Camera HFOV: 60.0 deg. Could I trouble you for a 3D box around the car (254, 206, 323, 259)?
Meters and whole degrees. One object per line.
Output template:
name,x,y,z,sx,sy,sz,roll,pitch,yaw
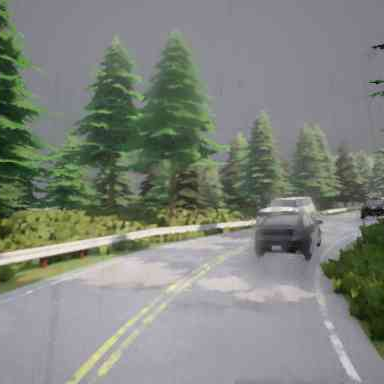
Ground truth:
car,3.770,1.531,12.747,1.837,1.490,4.892,-3,-1,27

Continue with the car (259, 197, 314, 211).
car,6.489,1.366,22.472,2.150,2.045,5.566,-4,-2,41

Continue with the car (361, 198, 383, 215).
car,15.917,1.276,28.183,2.097,1.767,4.553,-4,-2,41
